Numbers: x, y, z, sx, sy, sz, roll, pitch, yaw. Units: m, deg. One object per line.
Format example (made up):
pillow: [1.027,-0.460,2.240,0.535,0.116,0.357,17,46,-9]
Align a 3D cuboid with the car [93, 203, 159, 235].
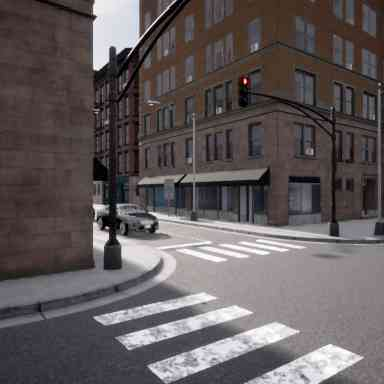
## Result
car: [-3.624,1.395,18.153,2.128,1.511,4.902,0,0,-37]

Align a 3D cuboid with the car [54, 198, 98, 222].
car: [-9.110,1.323,25.863,1.882,1.535,5.008,0,0,-36]
